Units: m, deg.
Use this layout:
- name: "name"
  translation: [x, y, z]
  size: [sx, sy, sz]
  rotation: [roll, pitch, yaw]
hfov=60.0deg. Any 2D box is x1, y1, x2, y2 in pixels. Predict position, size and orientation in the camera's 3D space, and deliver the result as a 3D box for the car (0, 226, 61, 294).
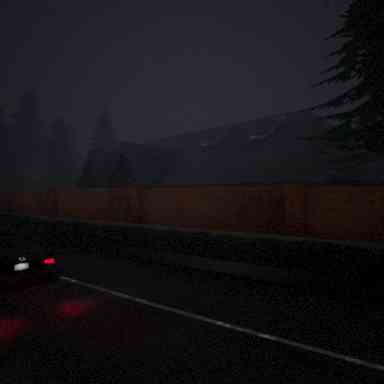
- name: "car"
  translation: [-5.366, 1.553, 8.294]
  size: [5.357, 1.411, 2.033]
  rotation: [0, 0, 40]
